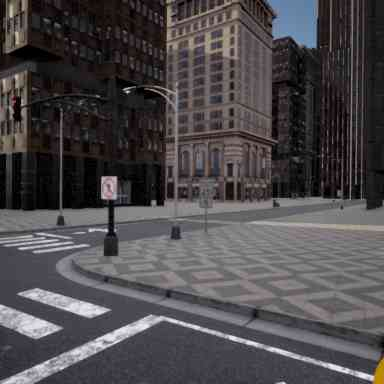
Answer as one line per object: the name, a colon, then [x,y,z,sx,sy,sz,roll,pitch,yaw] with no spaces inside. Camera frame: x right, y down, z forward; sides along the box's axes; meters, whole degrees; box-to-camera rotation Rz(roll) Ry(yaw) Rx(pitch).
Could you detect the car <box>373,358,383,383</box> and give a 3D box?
car: [3.469,1.478,1.219,5.008,1.535,1.882,0,0,35]
